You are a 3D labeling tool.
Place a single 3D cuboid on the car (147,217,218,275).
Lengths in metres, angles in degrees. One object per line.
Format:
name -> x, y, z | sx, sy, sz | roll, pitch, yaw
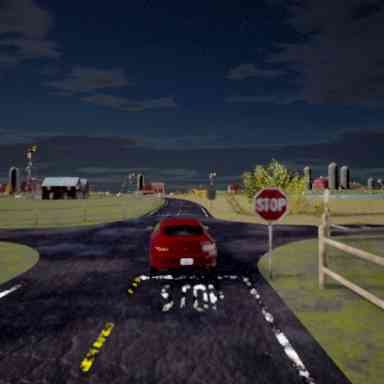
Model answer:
car -> -0.402, 1.506, 10.331 | 1.812, 1.442, 4.674 | 0, 0, -7
